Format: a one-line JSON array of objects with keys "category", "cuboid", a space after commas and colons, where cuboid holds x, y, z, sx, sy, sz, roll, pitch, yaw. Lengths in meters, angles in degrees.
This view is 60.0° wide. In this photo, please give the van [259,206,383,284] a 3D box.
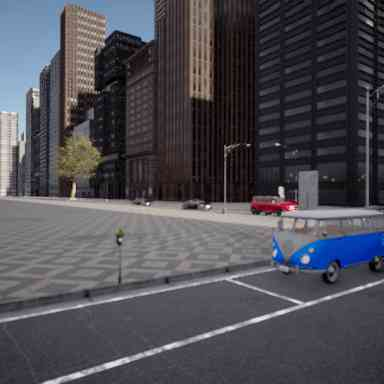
[{"category": "van", "cuboid": [4.006, 1.404, 9.505, 3.998, 1.788, 1.690, 1, 0, -35]}]

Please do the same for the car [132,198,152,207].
[{"category": "car", "cuboid": [-8.741, 1.827, 57.483, 2.128, 1.511, 4.902, 0, 0, -36]}]

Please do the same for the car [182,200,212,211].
[{"category": "car", "cuboid": [0.646, 1.771, 44.274, 2.128, 1.511, 4.902, 0, -1, -36]}]

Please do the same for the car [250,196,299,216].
[{"category": "car", "cuboid": [8.320, 1.469, 33.595, 2.150, 2.045, 5.566, 0, -1, -35]}]
